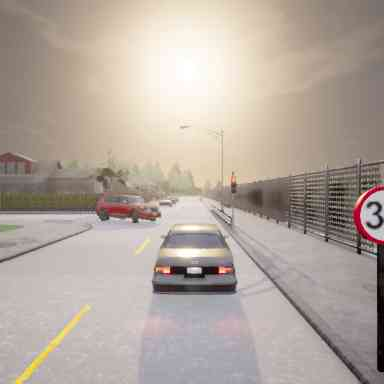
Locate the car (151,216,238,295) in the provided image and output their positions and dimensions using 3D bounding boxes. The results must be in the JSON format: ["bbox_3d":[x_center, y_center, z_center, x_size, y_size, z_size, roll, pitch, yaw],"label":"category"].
[{"bbox_3d":[0.071,1.547,8.880,2.033,1.411,5.357,0,0,1],"label":"car"}]

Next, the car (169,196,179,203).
[{"bbox_3d":[-3.860,1.553,71.571,1.994,1.385,4.181,0,0,0],"label":"car"}]

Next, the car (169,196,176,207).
[{"bbox_3d":[-3.995,1.547,51.723,2.033,1.411,5.357,0,0,0],"label":"car"}]

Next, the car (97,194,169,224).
[{"bbox_3d":[-4.771,1.222,24.990,5.566,2.045,2.150,0,-2,37],"label":"car"}]

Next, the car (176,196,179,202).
[{"bbox_3d":[-3.943,1.478,61.567,1.882,1.535,5.008,0,0,0],"label":"car"}]
